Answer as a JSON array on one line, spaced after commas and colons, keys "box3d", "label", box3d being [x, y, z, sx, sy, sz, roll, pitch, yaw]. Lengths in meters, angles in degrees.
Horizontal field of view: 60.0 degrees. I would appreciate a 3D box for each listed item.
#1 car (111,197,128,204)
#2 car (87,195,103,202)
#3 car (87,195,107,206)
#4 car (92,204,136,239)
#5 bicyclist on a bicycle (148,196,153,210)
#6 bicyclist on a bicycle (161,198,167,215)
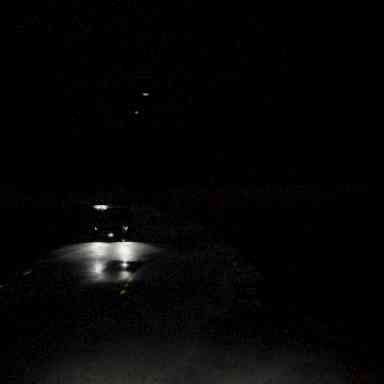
[{"box3d": [-12.333, 1.490, 56.559, 2.033, 1.411, 5.357, -1, 0, -27], "label": "car"}, {"box3d": [-20.781, 1.417, 70.837, 1.812, 1.442, 4.674, -1, 1, -35], "label": "car"}, {"box3d": [-15.824, 1.461, 56.552, 2.128, 1.511, 4.902, -1, 0, -27], "label": "car"}, {"box3d": [-3.959, 1.568, 17.680, 2.033, 1.411, 5.357, 0, 0, -7], "label": "car"}, {"box3d": [-5.113, 1.344, 40.920, 0.582, 1.620, 1.656, -1, 0, -18], "label": "bicyclist on a bicycle"}, {"box3d": [-2.741, 1.465, 32.675, 0.582, 1.620, 1.656, 0, 0, -14], "label": "bicyclist on a bicycle"}]
